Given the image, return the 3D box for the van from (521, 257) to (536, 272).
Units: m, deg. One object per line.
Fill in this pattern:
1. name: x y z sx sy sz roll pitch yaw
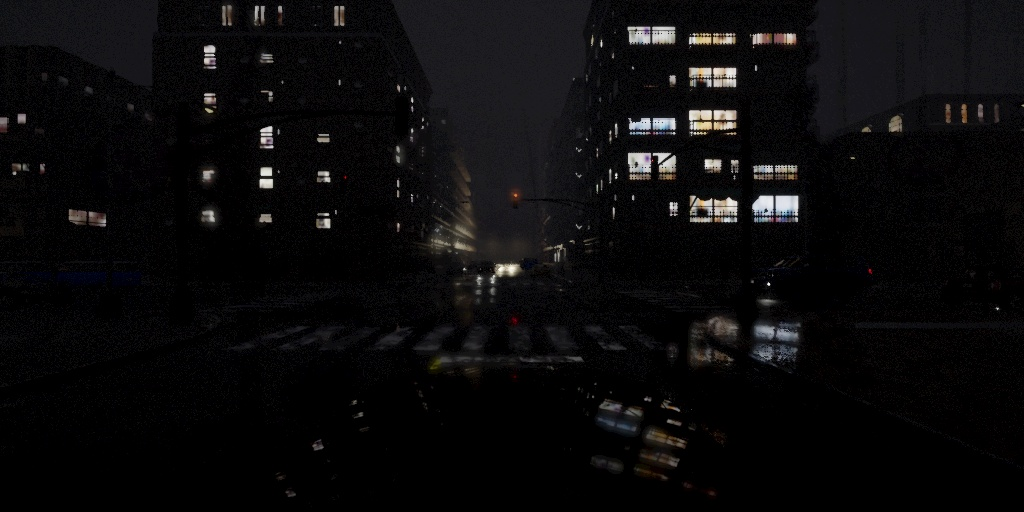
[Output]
1. van: 2.482 1.119 47.388 1.690 1.789 3.998 0 0 0

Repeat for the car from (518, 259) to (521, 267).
1. car: 2.435 1.100 53.041 2.192 1.841 5.009 0 0 0

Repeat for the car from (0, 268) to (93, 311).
1. car: -19.367 1.290 13.628 4.403 1.370 2.007 0 0 1

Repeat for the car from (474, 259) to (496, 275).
1. car: -2.848 1.296 40.343 1.837 1.490 4.892 0 0 0

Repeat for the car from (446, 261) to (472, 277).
1. car: -5.531 1.317 35.990 2.007 1.370 4.403 0 0 0

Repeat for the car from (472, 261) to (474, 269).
1. car: -5.445 1.367 52.963 1.802 1.307 4.207 0 0 0

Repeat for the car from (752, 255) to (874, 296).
1. car: 15.256 0.961 18.597 5.566 2.045 2.150 0 -1 2

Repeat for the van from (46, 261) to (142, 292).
1. van: -24.858 1.191 21.580 3.998 1.789 1.690 0 0 1

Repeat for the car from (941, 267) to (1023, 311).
1. car: 18.660 1.103 13.132 4.097 1.591 1.967 0 0 1

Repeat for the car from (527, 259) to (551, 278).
1. car: 2.615 1.290 33.555 1.751 1.417 4.829 0 0 0

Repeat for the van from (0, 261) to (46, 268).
1. van: -30.452 1.201 21.652 3.998 1.789 1.690 0 0 1
